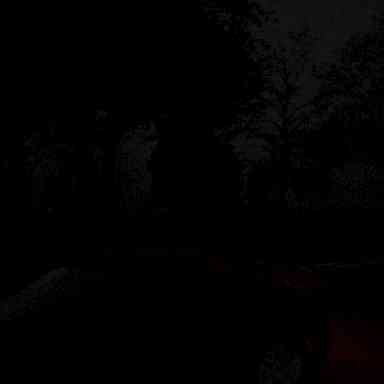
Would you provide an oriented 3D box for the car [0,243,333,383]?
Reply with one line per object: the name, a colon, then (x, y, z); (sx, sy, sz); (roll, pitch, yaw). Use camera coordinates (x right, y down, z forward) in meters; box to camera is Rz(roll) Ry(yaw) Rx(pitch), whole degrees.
car: (-0.780, 1.371, 3.671); (5.008, 1.535, 1.882); (0, 2, -24)
